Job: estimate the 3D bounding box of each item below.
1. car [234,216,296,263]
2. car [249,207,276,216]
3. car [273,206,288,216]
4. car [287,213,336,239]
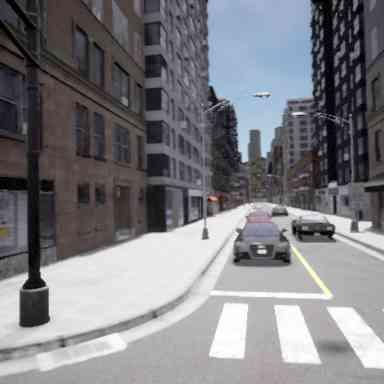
[{"bbox_3d":[2.743,1.869,13.178,1.994,1.385,4.181,-2,-2,11],"label":"car"},{"bbox_3d":[4.927,2.088,24.366,1.812,1.442,4.674,-2,-2,11],"label":"car"},{"bbox_3d":[12.039,2.564,45.541,1.994,1.385,4.181,-2,-2,11],"label":"car"},{"bbox_3d":[7.017,1.989,19.689,1.895,1.301,4.718,-2,-2,11],"label":"car"}]
